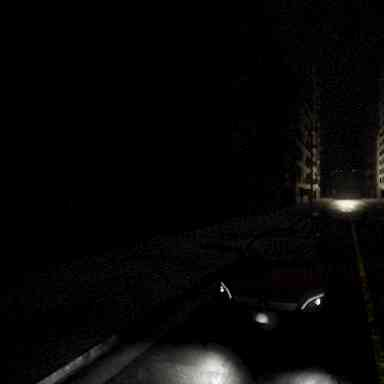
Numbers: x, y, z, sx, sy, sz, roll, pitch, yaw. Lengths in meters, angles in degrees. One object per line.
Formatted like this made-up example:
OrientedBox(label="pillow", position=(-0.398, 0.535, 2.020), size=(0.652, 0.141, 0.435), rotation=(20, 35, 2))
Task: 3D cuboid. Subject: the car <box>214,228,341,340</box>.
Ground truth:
OrientedBox(label="car", position=(1.975, 1.522, 6.844), size=(1.812, 1.442, 4.674), rotation=(0, 0, 25))
